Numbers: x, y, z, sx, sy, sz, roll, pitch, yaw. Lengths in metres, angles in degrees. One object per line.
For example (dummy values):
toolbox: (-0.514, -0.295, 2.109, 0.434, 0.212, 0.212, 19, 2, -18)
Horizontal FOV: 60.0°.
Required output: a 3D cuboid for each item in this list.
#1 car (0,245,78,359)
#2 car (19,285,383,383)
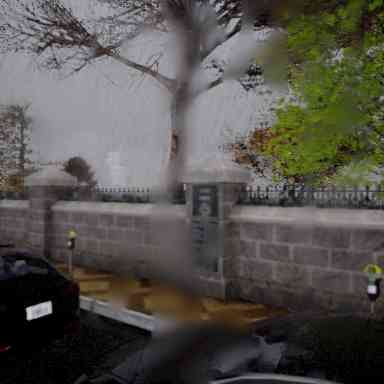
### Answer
car: (-3.653, 1.566, 5.516, 4.313, 1.339, 1.947, 0, 0, 36)
car: (0.941, 1.566, 2.226, 4.313, 1.339, 1.947, 0, 0, 36)
